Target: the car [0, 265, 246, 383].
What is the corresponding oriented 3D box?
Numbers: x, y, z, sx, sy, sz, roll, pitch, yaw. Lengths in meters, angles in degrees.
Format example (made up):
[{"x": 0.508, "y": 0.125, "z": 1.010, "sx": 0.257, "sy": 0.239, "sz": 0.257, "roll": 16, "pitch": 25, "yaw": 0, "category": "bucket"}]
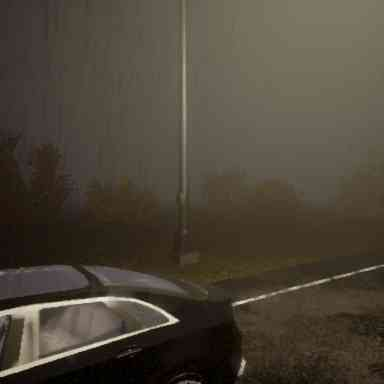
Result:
[{"x": -1.748, "y": 1.489, "z": 2.706, "sx": 4.902, "sy": 1.511, "sz": 2.128, "roll": 0, "pitch": 0, "yaw": -35, "category": "car"}]
